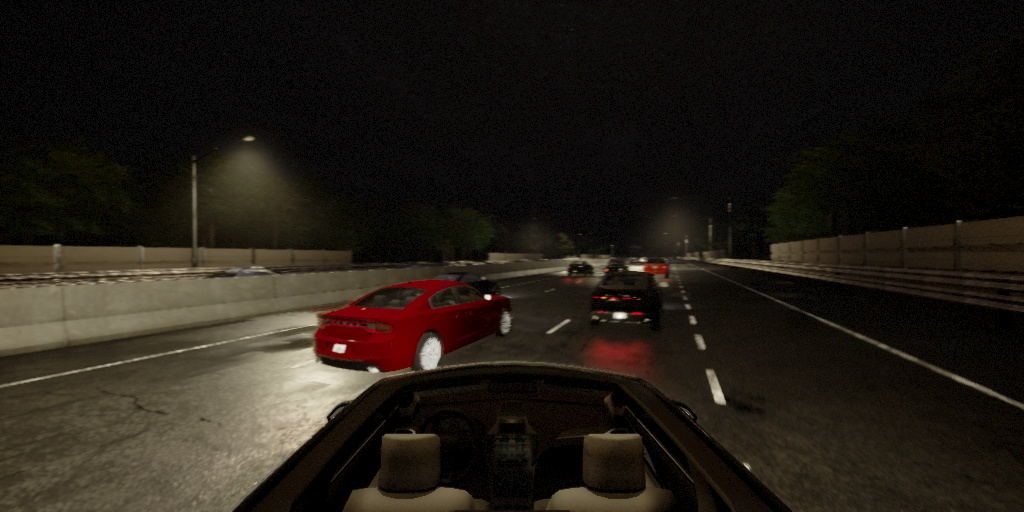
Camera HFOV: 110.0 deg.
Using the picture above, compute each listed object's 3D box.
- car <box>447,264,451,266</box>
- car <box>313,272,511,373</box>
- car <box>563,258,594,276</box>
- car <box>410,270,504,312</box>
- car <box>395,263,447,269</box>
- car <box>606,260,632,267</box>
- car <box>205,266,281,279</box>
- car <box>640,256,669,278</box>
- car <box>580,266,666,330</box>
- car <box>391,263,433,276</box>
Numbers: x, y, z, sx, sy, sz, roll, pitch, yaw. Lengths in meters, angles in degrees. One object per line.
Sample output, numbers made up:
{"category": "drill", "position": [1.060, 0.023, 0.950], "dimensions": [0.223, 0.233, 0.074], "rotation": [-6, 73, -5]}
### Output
{"category": "car", "position": [-9.056, 1.494, 43.110], "dimensions": [2.033, 1.411, 5.357], "rotation": [-1, 0, 24]}
{"category": "car", "position": [-1.657, 1.255, 7.757], "dimensions": [1.882, 1.535, 5.008], "rotation": [-1, 0, 24]}
{"category": "car", "position": [6.898, 1.224, 35.921], "dimensions": [2.128, 1.511, 4.902], "rotation": [-1, 0, 24]}
{"category": "car", "position": [-2.152, 1.358, 15.326], "dimensions": [1.994, 1.385, 4.181], "rotation": [-1, 0, 24]}
{"category": "car", "position": [-8.981, 1.456, 34.700], "dimensions": [2.033, 1.411, 5.357], "rotation": [-1, 0, 24]}
{"category": "car", "position": [10.109, 1.293, 34.528], "dimensions": [1.895, 1.301, 4.718], "rotation": [-1, 0, 24]}
{"category": "car", "position": [-17.551, 1.591, 24.019], "dimensions": [1.895, 1.301, 4.718], "rotation": [-1, 0, 24]}
{"category": "car", "position": [13.283, 1.004, 33.057], "dimensions": [2.097, 1.767, 4.553], "rotation": [-1, 0, 24]}
{"category": "car", "position": [3.653, 1.225, 11.142], "dimensions": [1.837, 1.490, 4.892], "rotation": [-1, 0, 24]}
{"category": "car", "position": [-12.300, 1.577, 44.426], "dimensions": [2.033, 1.411, 5.357], "rotation": [-1, 0, 24]}
